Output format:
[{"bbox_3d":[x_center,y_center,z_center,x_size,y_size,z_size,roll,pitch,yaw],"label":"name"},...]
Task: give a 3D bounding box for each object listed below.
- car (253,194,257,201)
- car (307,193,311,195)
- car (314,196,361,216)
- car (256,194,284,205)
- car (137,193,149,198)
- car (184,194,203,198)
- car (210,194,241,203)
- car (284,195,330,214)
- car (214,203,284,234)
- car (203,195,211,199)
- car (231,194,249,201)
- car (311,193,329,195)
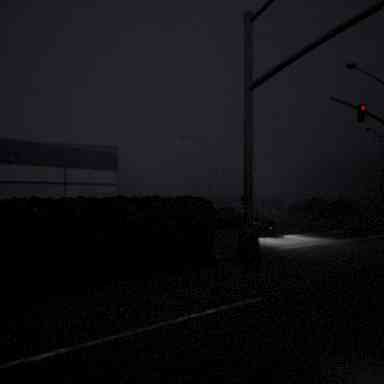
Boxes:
[{"bbox_3d":[15.384,1.247,74.196,5.027,1.636,2.152,0,0,-35],"label":"car"},{"bbox_3d":[22.726,1.168,63.718,3.866,1.878,1.905,0,0,-35],"label":"car"},{"bbox_3d":[13.967,1.388,31.329,4.514,1.523,2.007,0,0,-35],"label":"car"},{"bbox_3d":[11.611,1.382,47.973,3.633,1.501,1.845,0,0,-35],"label":"car"},{"bbox_3d":[-8.983,1.131,64.967,3.866,1.878,1.905,0,0,-35],"label":"car"},{"bbox_3d":[-0.654,1.163,66.791,4.605,1.855,1.932,0,0,-35],"label":"car"},{"bbox_3d":[5.912,1.361,56.181,4.514,1.523,2.007,0,0,-35],"label":"car"},{"bbox_3d":[12.124,1.379,33.868,5.027,1.636,2.152,0,0,-35],"label":"car"},{"bbox_3d":[2.646,1.547,18.672,1.812,1.442,4.674,0,0,-35],"label":"car"},{"bbox_3d":[3.562,1.381,78.220,4.514,1.523,2.007,0,0,-35],"label":"car"},{"bbox_3d":[11.436,1.325,79.266,3.806,1.475,1.970,0,0,-35],"label":"car"},{"bbox_3d":[24.731,1.189,61.575,4.605,1.855,1.932,0,0,-35],"label":"car"}]
